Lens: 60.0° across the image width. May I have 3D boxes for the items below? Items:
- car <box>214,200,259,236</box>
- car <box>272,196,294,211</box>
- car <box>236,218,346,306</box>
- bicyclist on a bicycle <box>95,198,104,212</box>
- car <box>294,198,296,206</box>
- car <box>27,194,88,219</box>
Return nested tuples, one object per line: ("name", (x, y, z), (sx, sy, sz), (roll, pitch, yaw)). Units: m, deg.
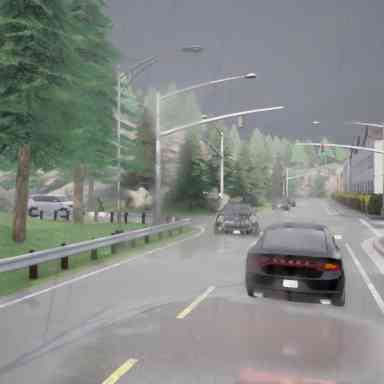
("car", (2.532, 1.355, 18.279), (2.097, 1.767, 4.553), (0, 0, 9))
("car", (11.165, 1.491, 41.555), (2.128, 1.511, 4.902), (0, 0, 21))
("car", (2.621, 1.478, 8.224), (1.882, 1.535, 5.008), (0, 0, 21))
("bicyclist on a bicycle", (-10.205, 1.417, 36.637), (0.582, 1.620, 1.656), (-2, 5, 20))
("car", (14.616, 1.352, 50.718), (2.097, 1.767, 4.553), (0, 0, 21))
("car", (-12.106, 1.237, 29.828), (5.566, 2.045, 2.150), (0, 0, 20))
